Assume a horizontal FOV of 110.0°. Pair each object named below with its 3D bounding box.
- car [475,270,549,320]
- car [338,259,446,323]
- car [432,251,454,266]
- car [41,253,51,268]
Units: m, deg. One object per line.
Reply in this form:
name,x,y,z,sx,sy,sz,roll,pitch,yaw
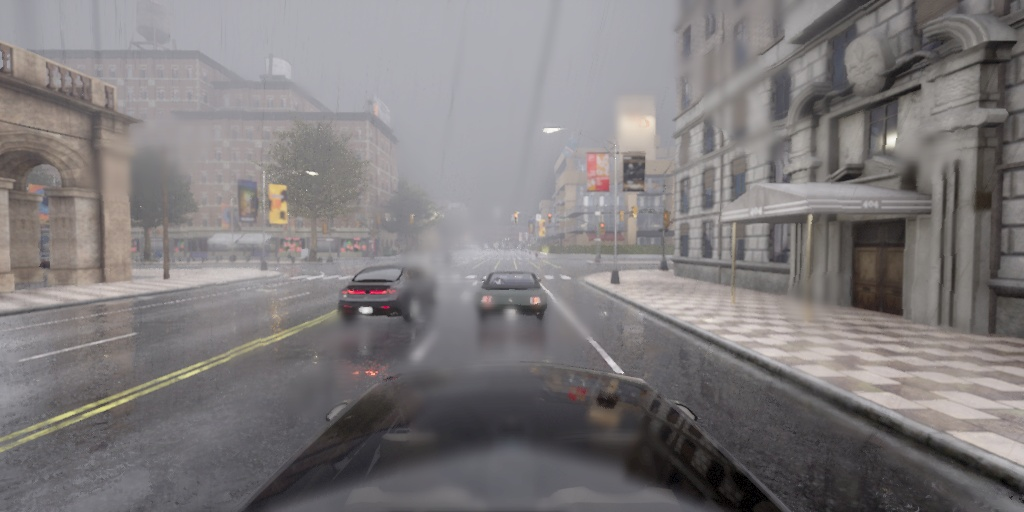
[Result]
car,-0.001,1.086,11.231,1.895,1.301,4.718,0,2,0
car,-3.502,0.995,11.002,1.837,1.490,4.892,0,1,0
car,-7.352,0.229,38.383,2.128,1.511,4.902,0,2,-1
car,-47.578,0.374,36.836,4.718,1.301,1.895,0,2,0
